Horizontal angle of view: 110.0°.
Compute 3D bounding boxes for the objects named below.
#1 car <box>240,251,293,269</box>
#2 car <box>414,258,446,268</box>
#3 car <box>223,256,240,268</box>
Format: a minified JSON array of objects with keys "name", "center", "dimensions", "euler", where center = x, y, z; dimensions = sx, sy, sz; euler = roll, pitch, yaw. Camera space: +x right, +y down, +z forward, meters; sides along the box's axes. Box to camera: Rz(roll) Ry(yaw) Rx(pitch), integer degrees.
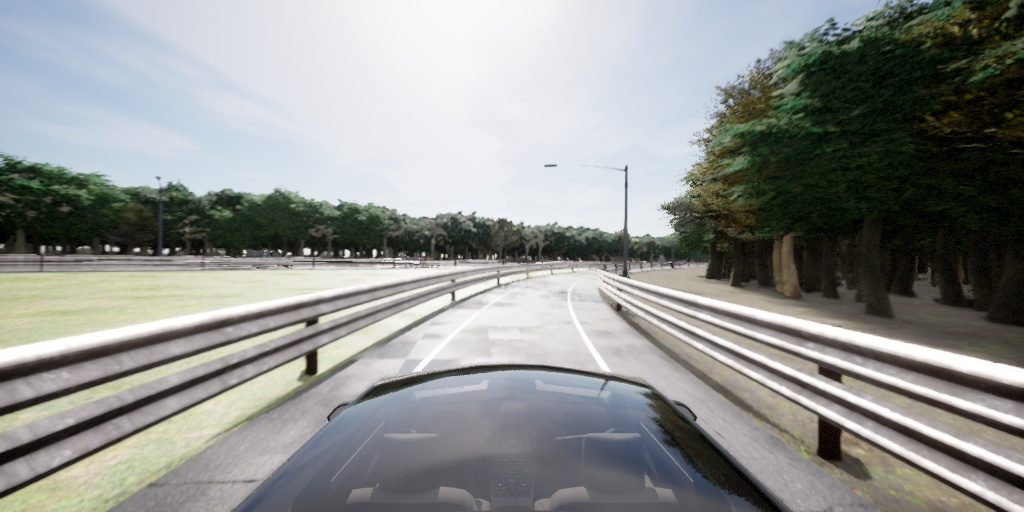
[{"name":"car","center":[-30.509,0.446,45.452],"dimensions":[5.566,2.045,2.150],"euler":[1,-1,-42]},{"name":"car","center":[-13.549,1.181,60.939],"dimensions":[5.008,1.535,1.882],"euler":[1,-1,-42]},{"name":"car","center":[-34.357,0.702,46.679],"dimensions":[5.357,1.411,2.033],"euler":[1,-1,-42]}]
